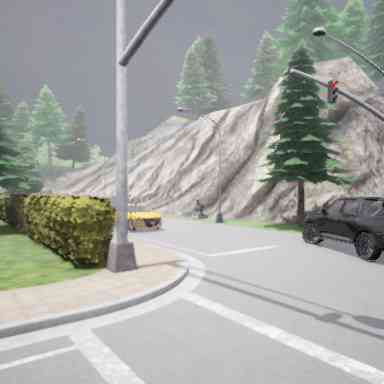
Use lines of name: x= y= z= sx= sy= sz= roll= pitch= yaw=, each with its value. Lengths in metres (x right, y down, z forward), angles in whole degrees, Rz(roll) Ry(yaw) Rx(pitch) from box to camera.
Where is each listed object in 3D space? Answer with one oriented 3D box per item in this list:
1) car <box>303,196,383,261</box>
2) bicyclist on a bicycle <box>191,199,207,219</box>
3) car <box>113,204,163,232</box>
car: x=6.321 y=1.185 z=12.360 sx=2.150 sy=2.045 sz=5.566 roll=1 pitch=0 yaw=-11
bicyclist on a bicycle: x=0.596 y=1.415 z=27.045 sx=1.656 sy=1.620 sz=0.582 roll=-1 pitch=0 yaw=-37
car: x=-3.686 y=1.461 z=20.532 sx=1.882 sy=1.535 sz=5.008 roll=0 pitch=0 yaw=-37
